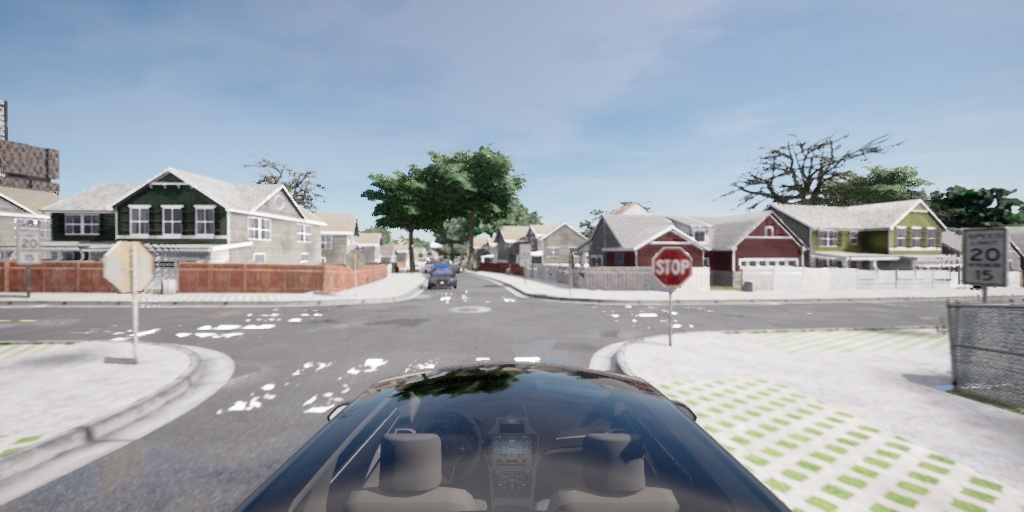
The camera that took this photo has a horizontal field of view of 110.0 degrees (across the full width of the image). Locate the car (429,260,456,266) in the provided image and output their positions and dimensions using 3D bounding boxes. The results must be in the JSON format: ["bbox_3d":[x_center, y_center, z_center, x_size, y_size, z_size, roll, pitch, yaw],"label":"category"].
[{"bbox_3d":[-7.858,1.464,40.297,2.150,2.045,5.566,0,-1,-14],"label":"car"}]

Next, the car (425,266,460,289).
[{"bbox_3d":[-4.955,1.625,25.937,1.994,1.385,4.181,0,-1,-8],"label":"car"}]

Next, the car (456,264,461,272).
[{"bbox_3d":[-9.051,1.899,54.805,2.128,1.511,4.902,0,-1,-17],"label":"car"}]

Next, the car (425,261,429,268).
[{"bbox_3d":[-13.115,1.777,58.781,2.150,2.045,5.566,0,-1,-16],"label":"car"}]
